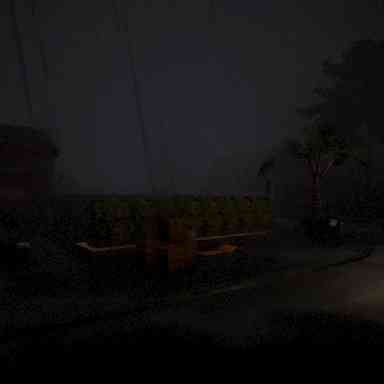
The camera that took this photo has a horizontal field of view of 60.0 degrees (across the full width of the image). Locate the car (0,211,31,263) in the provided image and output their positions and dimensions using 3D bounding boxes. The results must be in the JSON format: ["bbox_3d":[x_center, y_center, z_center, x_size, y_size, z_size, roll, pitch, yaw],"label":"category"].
[{"bbox_3d":[-6.512,1.356,10.752,2.033,1.415,5.357,0,0,-33],"label":"car"}]
